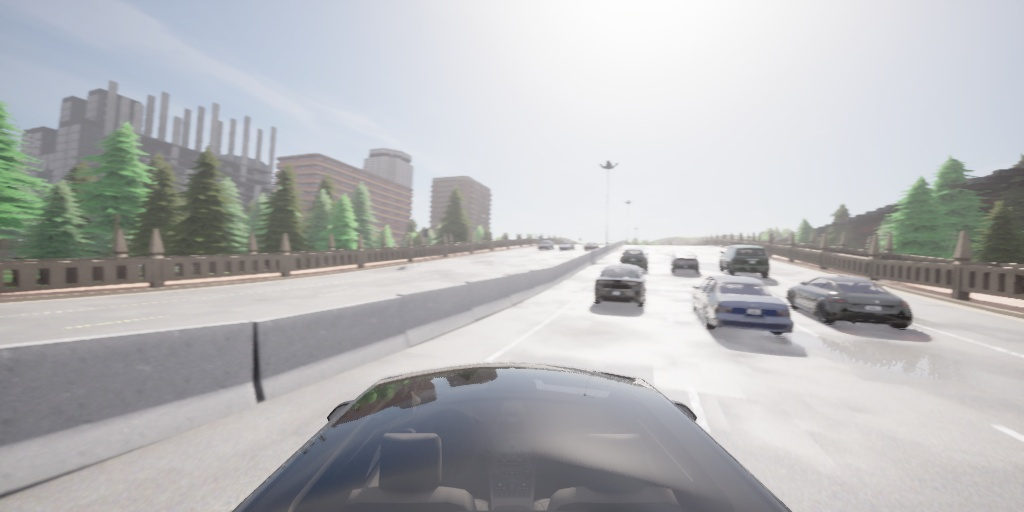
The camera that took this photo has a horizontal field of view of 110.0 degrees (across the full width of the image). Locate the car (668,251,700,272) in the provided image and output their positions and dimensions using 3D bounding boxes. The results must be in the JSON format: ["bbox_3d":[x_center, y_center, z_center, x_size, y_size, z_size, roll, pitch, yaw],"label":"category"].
[{"bbox_3d":[12.868,0.366,26.920,2.128,1.511,4.902,1,4,21],"label":"car"}]

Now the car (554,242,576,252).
[{"bbox_3d":[8.410,-1.482,54.730,2.033,1.411,5.357,1,4,21],"label":"car"}]

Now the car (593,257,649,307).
[{"bbox_3d":[4.703,1.090,15.338,1.882,1.535,5.008,1,3,21],"label":"car"}]

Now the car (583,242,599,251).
[{"bbox_3d":[12.033,-1.459,54.419,1.994,1.385,4.181,1,4,21],"label":"car"}]

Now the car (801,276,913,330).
[{"bbox_3d":[10.880,1.362,11.928,1.994,1.385,4.181,1,3,21],"label":"car"}]

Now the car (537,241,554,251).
[{"bbox_3d":[5.411,-1.649,56.673,1.837,1.490,4.892,1,5,21],"label":"car"}]

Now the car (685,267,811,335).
[{"bbox_3d":[6.789,1.336,11.083,2.033,1.411,5.357,1,2,21],"label":"car"}]

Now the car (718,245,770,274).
[{"bbox_3d":[15.603,0.268,24.305,2.150,2.045,5.566,1,5,21],"label":"car"}]

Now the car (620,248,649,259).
[{"bbox_3d":[9.638,0.146,28.257,2.097,1.767,4.553,1,4,21],"label":"car"}]
